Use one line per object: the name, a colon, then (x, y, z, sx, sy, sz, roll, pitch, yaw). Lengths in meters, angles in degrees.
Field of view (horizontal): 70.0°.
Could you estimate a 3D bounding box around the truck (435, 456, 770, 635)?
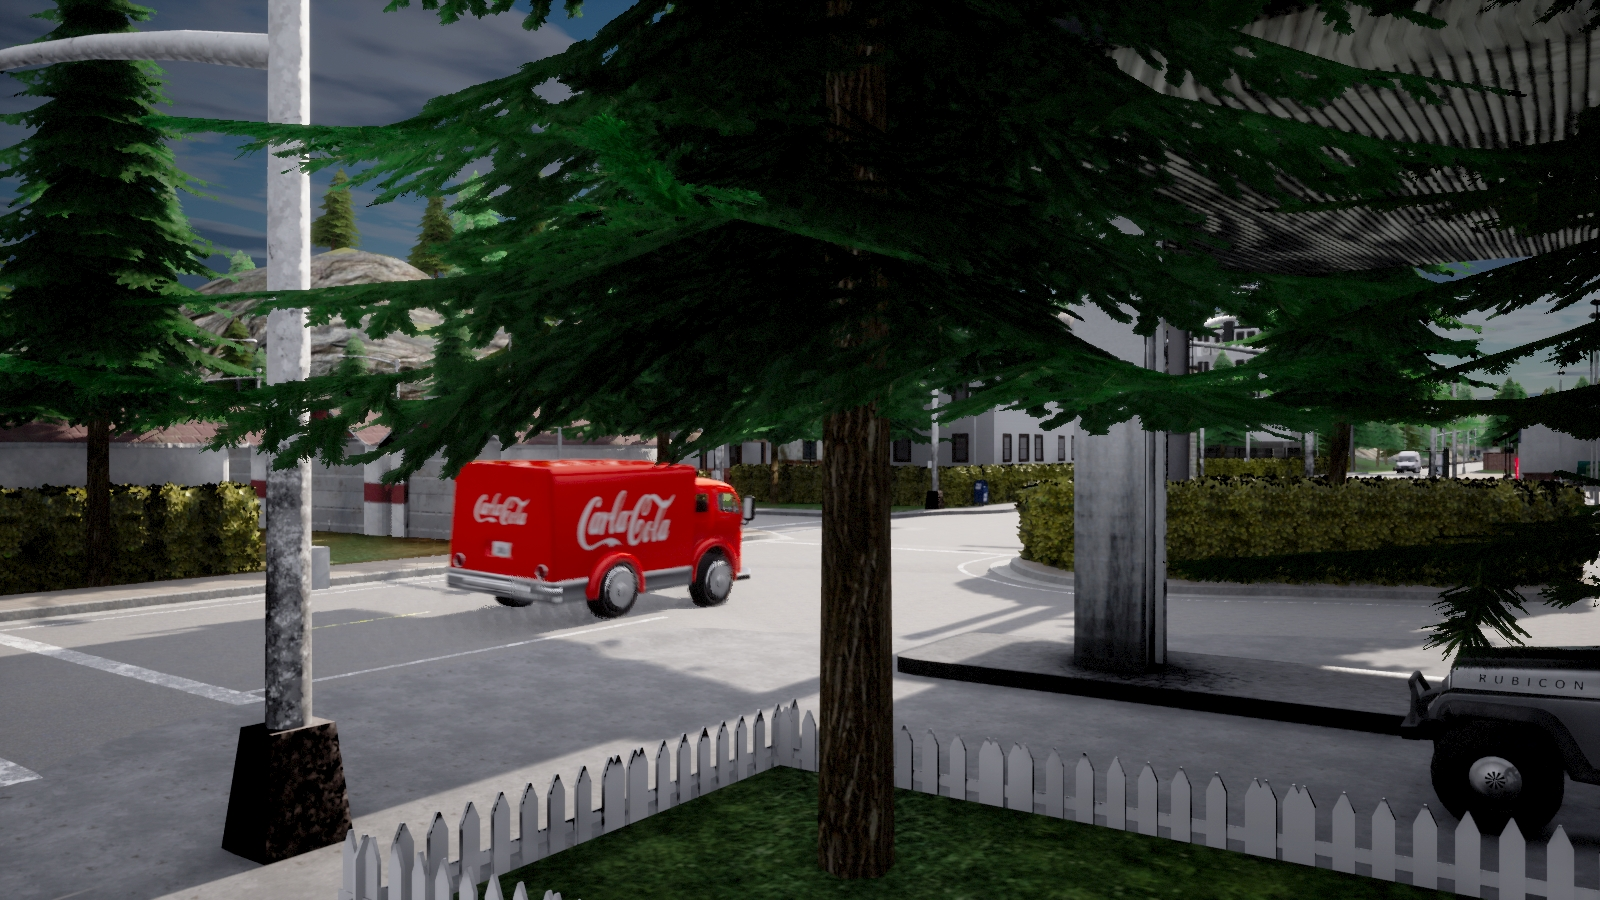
truck: (-3.143, 1.403, 19.357, 2.627, 2.467, 5.204, 3, 1, 34)
